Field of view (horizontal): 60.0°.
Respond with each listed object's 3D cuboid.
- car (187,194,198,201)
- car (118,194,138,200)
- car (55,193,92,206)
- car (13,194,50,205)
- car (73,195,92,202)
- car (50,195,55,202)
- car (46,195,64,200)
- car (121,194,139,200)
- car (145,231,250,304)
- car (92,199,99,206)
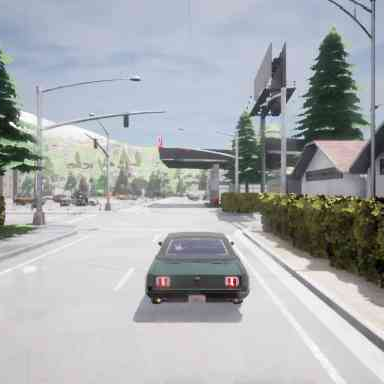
[{"bbox_3d":[0.205,1.540,85.837,2.033,1.411,5.357,0,0,-14],"label":"car"},{"bbox_3d":[-16.370,1.330,84.851,5.027,1.636,2.152,0,0,0],"label":"car"},{"bbox_3d":[-16.737,1.077,47.266,3.866,1.878,1.905,0,0,0],"label":"car"},{"bbox_3d":[-24.622,1.097,50.513,4.605,1.855,1.932,0,0,0],"label":"car"},{"bbox_3d":[-23.983,1.320,72.966,3.633,1.501,1.845,0,0,0],"label":"car"},{"bbox_3d":[-23.974,1.298,62.973,4.514,1.523,2.007,0,0,0],"label":"car"},{"bbox_3d":[-35.036,1.384,84.902,3.806,1.475,1.970,0,0,0],"label":"car"},{"bbox_3d":[-16.438,1.339,87.987,4.514,1.523,2.007,0,0,0],"label":"car"},{"bbox_3d":[0.101,1.601,8.075,1.895,1.301,4.718,0,0,0],"label":"car"},{"bbox_3d":[-16.143,1.361,50.594,3.806,1.475,1.970,0,0,0],"label":"car"}]
